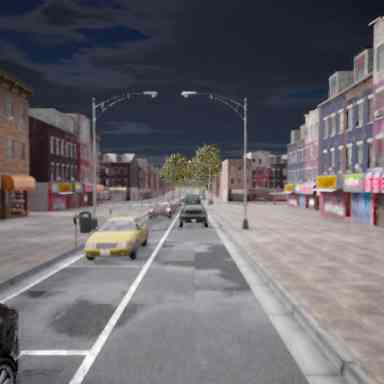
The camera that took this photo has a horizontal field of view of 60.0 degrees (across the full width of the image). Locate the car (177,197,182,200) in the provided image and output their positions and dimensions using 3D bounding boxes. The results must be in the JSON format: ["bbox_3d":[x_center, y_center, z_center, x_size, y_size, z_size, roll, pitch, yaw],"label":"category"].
[{"bbox_3d":[-2.647,1.651,39.946,2.008,1.369,4.403,-2,0,0],"label":"car"}]

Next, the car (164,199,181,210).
[{"bbox_3d":[-2.645,1.680,45.394,2.008,1.369,4.403,-2,0,0],"label":"car"}]

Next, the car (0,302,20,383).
[{"bbox_3d":[-2.654,1.565,1.815,1.947,1.339,4.313,-1,0,0],"label":"car"}]

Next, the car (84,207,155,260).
[{"bbox_3d":[-2.653,1.530,12.540,1.752,1.417,4.829,-1,0,0],"label":"car"}]

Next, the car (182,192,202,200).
[{"bbox_3d":[0.111,1.337,42.939,2.150,2.045,5.566,0,0,0],"label":"car"}]

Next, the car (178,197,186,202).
[{"bbox_3d":[-2.635,1.957,88.432,1.752,1.417,4.829,-2,0,0],"label":"car"}]

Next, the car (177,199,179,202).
[{"bbox_3d":[-2.644,1.656,34.494,1.802,1.307,4.206,-1,0,0],"label":"car"}]

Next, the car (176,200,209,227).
[{"bbox_3d":[0.109,1.533,23.160,1.837,1.490,4.892,0,0,0],"label":"car"}]

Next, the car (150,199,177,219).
[{"bbox_3d":[-2.652,1.490,29.052,1.967,1.590,4.097,-2,0,0],"label":"car"}]
